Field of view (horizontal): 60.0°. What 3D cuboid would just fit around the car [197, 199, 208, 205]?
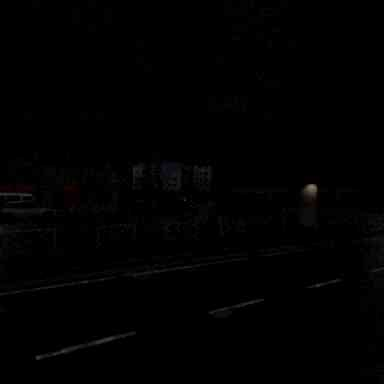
[{"bbox_3d":[1.178,1.983,68.027,1.895,1.301,4.718,1,0,-34],"label":"car"}]

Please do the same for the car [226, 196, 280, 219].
[{"bbox_3d":[5.651,1.358,29.459,4.605,1.855,1.932,1,0,-35],"label":"car"}]

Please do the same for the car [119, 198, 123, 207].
[{"bbox_3d":[-9.016,1.602,50.213,3.806,1.475,1.970,1,0,-35],"label":"car"}]

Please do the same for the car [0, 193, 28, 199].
[{"bbox_3d":[-21.635,1.194,37.703,4.605,1.855,1.932,1,0,-35],"label":"car"}]

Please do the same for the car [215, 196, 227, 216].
[{"bbox_3d":[4.022,1.361,31.853,3.866,1.878,1.905,1,0,-35],"label":"car"}]

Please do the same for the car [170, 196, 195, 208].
[{"bbox_3d":[-1.746,1.699,66.107,2.097,1.767,4.553,1,0,-34],"label":"car"}]

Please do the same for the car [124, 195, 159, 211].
[{"bbox_3d":[-7.350,1.362,47.846,3.866,1.878,1.905,1,0,-35],"label":"car"}]

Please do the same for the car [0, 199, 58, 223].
[{"bbox_3d":[-11.797,1.436,23.965,3.806,1.475,1.970,1,0,-35],"label":"car"}]

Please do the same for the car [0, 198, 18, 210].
[{"bbox_3d":[-23.258,1.405,40.103,3.905,1.438,1.784,1,0,-35],"label":"car"}]
